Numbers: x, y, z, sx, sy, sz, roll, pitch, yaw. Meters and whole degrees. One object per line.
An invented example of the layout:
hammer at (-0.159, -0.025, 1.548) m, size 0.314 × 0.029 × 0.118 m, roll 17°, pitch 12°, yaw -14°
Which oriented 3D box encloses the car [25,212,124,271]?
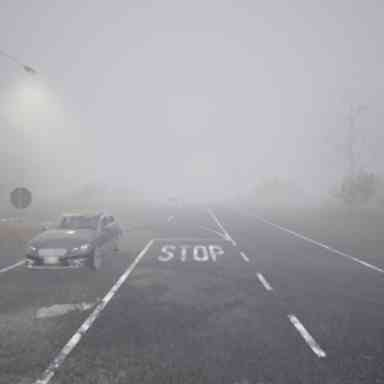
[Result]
car at (-3.503, 1.421, 10.730) m, size 2.128 × 1.511 × 4.902 m, roll 0°, pitch 0°, yaw 0°

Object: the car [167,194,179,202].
car at (-3.396, 1.104, 59.281) m, size 1.994 × 1.385 × 4.181 m, roll 0°, pitch 0°, yaw 0°
